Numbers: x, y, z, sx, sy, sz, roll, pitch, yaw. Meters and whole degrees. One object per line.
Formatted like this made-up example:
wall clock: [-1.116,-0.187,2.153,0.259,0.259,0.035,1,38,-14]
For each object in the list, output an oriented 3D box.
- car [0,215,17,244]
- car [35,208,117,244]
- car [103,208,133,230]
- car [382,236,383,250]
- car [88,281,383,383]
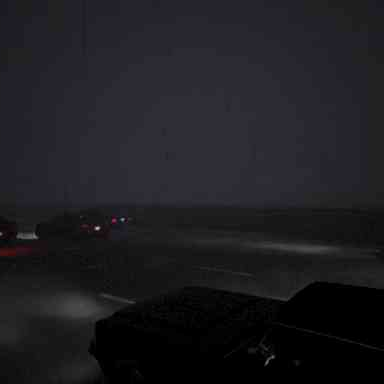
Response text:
car: [-10.135,1.657,15.524,5.008,1.535,1.882,-1,0,36]
car: [-6.126,1.718,16.962,4.181,1.385,1.994,-1,0,36]
car: [-6.192,1.728,21.310,5.357,1.411,2.033,-1,0,35]
car: [8.867,1.478,10.566,4.902,1.511,2.128,-1,0,36]
car: [1.166,1.609,3.160,4.718,1.301,1.895,-1,0,36]
